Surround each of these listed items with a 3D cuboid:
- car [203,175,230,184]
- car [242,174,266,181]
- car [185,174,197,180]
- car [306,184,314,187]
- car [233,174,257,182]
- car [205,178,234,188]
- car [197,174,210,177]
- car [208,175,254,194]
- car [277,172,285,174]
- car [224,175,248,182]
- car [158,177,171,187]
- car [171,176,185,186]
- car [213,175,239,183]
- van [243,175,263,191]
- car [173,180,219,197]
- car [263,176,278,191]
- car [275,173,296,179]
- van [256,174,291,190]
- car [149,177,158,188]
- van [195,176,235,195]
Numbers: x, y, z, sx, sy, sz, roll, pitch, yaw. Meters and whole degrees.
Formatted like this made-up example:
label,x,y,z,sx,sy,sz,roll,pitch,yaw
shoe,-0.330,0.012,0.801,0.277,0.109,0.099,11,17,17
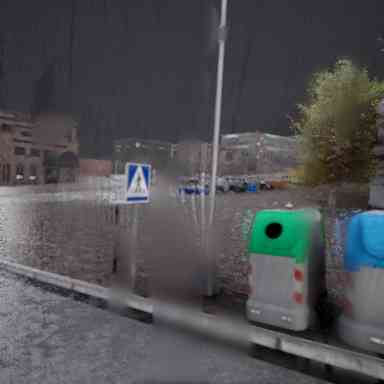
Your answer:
label,x,y,z,sx,sy,sz,roll,pitch,yaw
car,5.049,-2.617,68.529,5.366,1.575,1.946,2,5,32
car,14.124,-3.338,75.848,4.892,1.521,2.231,2,6,32
car,-2.012,-2.200,63.146,4.553,1.767,2.185,2,6,32
car,17.396,-1.527,56.065,4.892,1.521,2.231,4,7,33
car,11.807,-3.160,74.056,5.008,1.535,2.097,2,5,32
car,4.811,-1.627,57.463,4.674,1.442,1.812,-3,5,-28
car,0.274,-2.258,65.005,5.008,1.535,2.097,2,5,32
car,5.316,-0.881,47.142,5.566,2.045,2.435,4,7,33
car,18.748,-3.698,79.447,5.008,1.535,2.097,2,6,32
car,9.528,-2.949,72.230,4.792,1.488,2.163,2,5,32
car,-6.632,-1.837,59.495,4.553,1.767,2.185,2,6,32
car,-4.371,-1.866,61.366,4.792,1.488,2.163,2,6,32
car,7.191,-2.800,70.443,5.008,1.535,2.097,2,5,32
van,7.654,-1.040,48.969,4.442,1.987,1.878,4,7,33
car,0.521,-0.273,43.609,5.008,1.535,2.097,4,7,33
car,10.141,-1.115,50.716,4.553,1.767,2.185,4,7,33
car,23.374,-4.009,83.055,4.674,1.452,2.002,2,5,32
van,12.677,-1.386,52.408,4.442,1.987,1.878,4,7,33
car,-8.937,-1.501,57.686,4.792,1.488,2.163,2,5,31
van,3.032,-0.669,45.295,4.442,1.987,1.878,4,7,33
